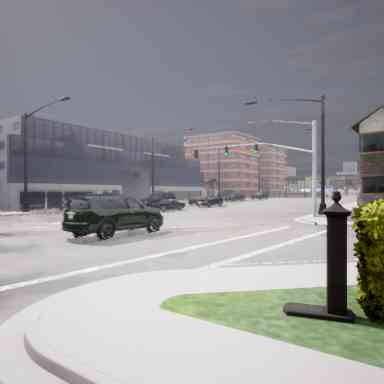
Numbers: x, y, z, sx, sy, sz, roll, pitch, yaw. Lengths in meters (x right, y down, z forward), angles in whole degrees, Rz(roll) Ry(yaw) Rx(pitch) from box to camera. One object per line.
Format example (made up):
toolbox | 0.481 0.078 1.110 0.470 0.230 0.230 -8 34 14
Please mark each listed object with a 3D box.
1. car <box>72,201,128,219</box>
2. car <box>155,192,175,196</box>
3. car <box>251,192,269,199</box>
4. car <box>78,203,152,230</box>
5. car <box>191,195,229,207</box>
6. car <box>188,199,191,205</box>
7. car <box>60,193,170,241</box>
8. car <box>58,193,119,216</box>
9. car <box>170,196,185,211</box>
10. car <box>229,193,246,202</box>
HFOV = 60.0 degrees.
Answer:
car | -8.091 1.555 29.712 1.895 1.301 4.718 0 0 35
car | -4.187 1.072 41.384 2.150 2.045 5.566 0 1 36
car | 13.707 0.733 66.768 2.033 1.411 5.357 0 0 36
car | -4.865 1.510 21.748 1.812 1.442 4.674 0 0 35
car | 2.435 1.217 44.733 2.128 1.511 4.902 0 1 35
car | 1.415 1.247 49.376 1.895 1.301 4.718 0 2 35
car | -3.880 1.211 17.076 2.150 2.045 5.566 0 0 35
car | -10.128 1.171 32.910 2.150 2.045 5.566 0 0 35
car | -2.834 1.493 37.216 1.895 1.301 4.718 0 1 35
car | 7.537 0.901 58.085 2.033 1.411 5.357 0 1 35
